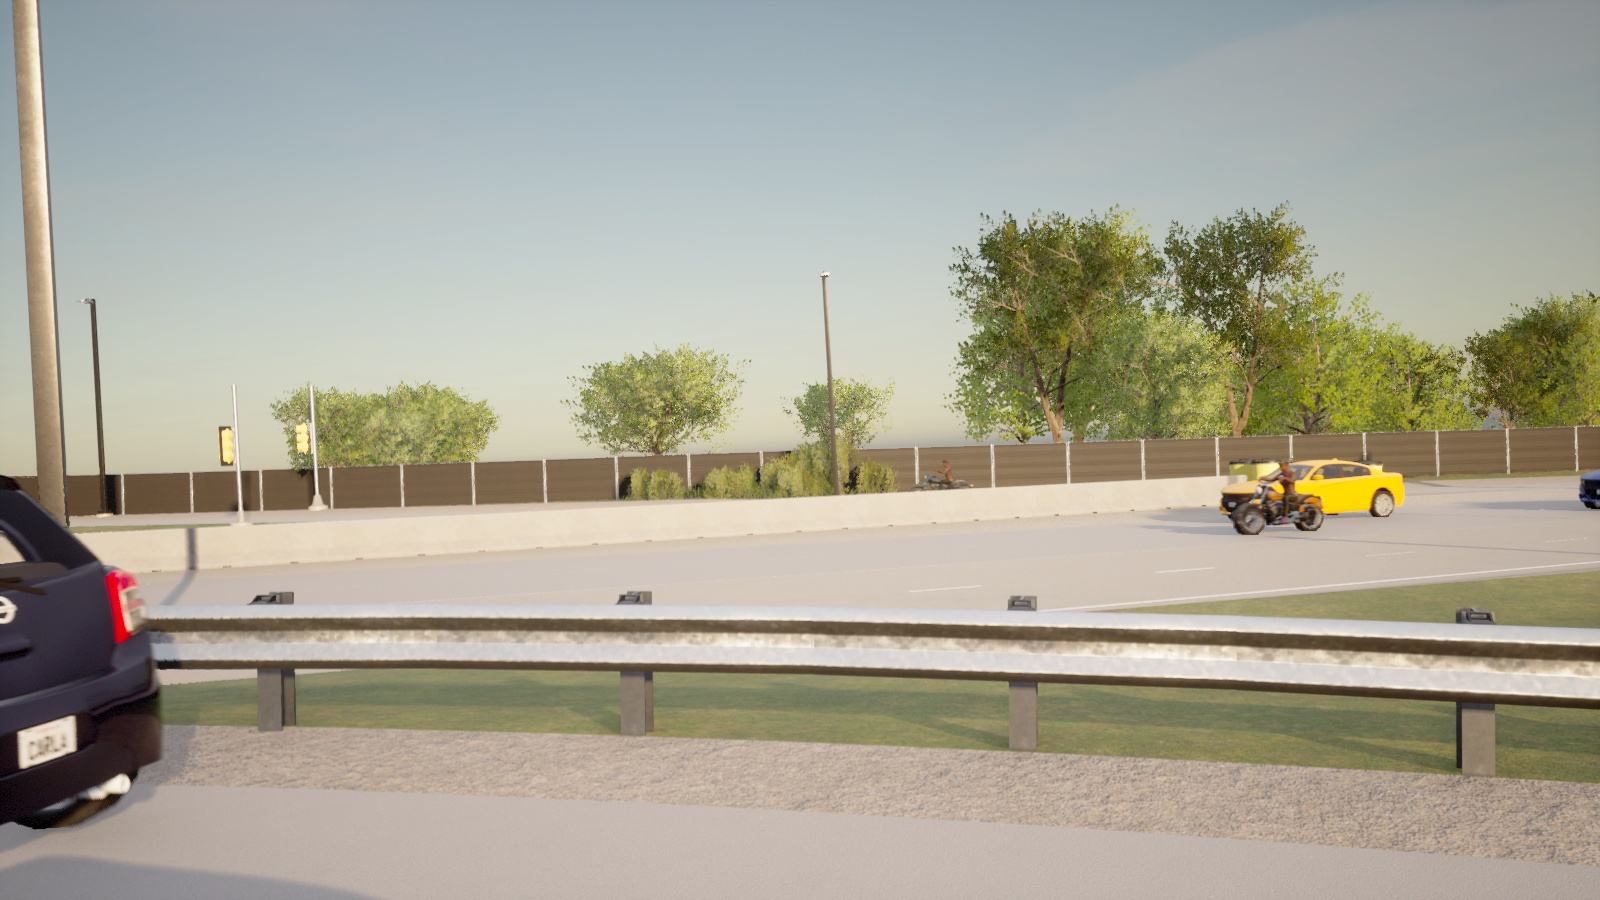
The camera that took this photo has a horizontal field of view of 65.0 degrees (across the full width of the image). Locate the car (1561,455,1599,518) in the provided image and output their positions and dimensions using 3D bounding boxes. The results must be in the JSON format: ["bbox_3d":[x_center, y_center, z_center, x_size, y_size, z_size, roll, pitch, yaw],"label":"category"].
[{"bbox_3d":[21.893,0.851,31.715,5.008,1.535,1.882,-1,-1,-21],"label":"car"}]

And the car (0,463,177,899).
[{"bbox_3d":[-4.553,0.810,4.621,3.633,1.501,1.845,0,0,7],"label":"car"}]

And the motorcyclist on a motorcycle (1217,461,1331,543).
[{"bbox_3d":[10.251,1.104,27.166,2.350,1.649,0.766,-2,-1,-21],"label":"motorcyclist on a motorcycle"}]

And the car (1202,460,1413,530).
[{"bbox_3d":[12.920,1.108,31.966,5.008,1.535,1.882,-1,-1,-21],"label":"car"}]

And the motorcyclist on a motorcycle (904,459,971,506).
[{"bbox_3d":[5.018,1.195,45.912,2.350,1.649,0.766,-1,0,3],"label":"motorcyclist on a motorcycle"}]
